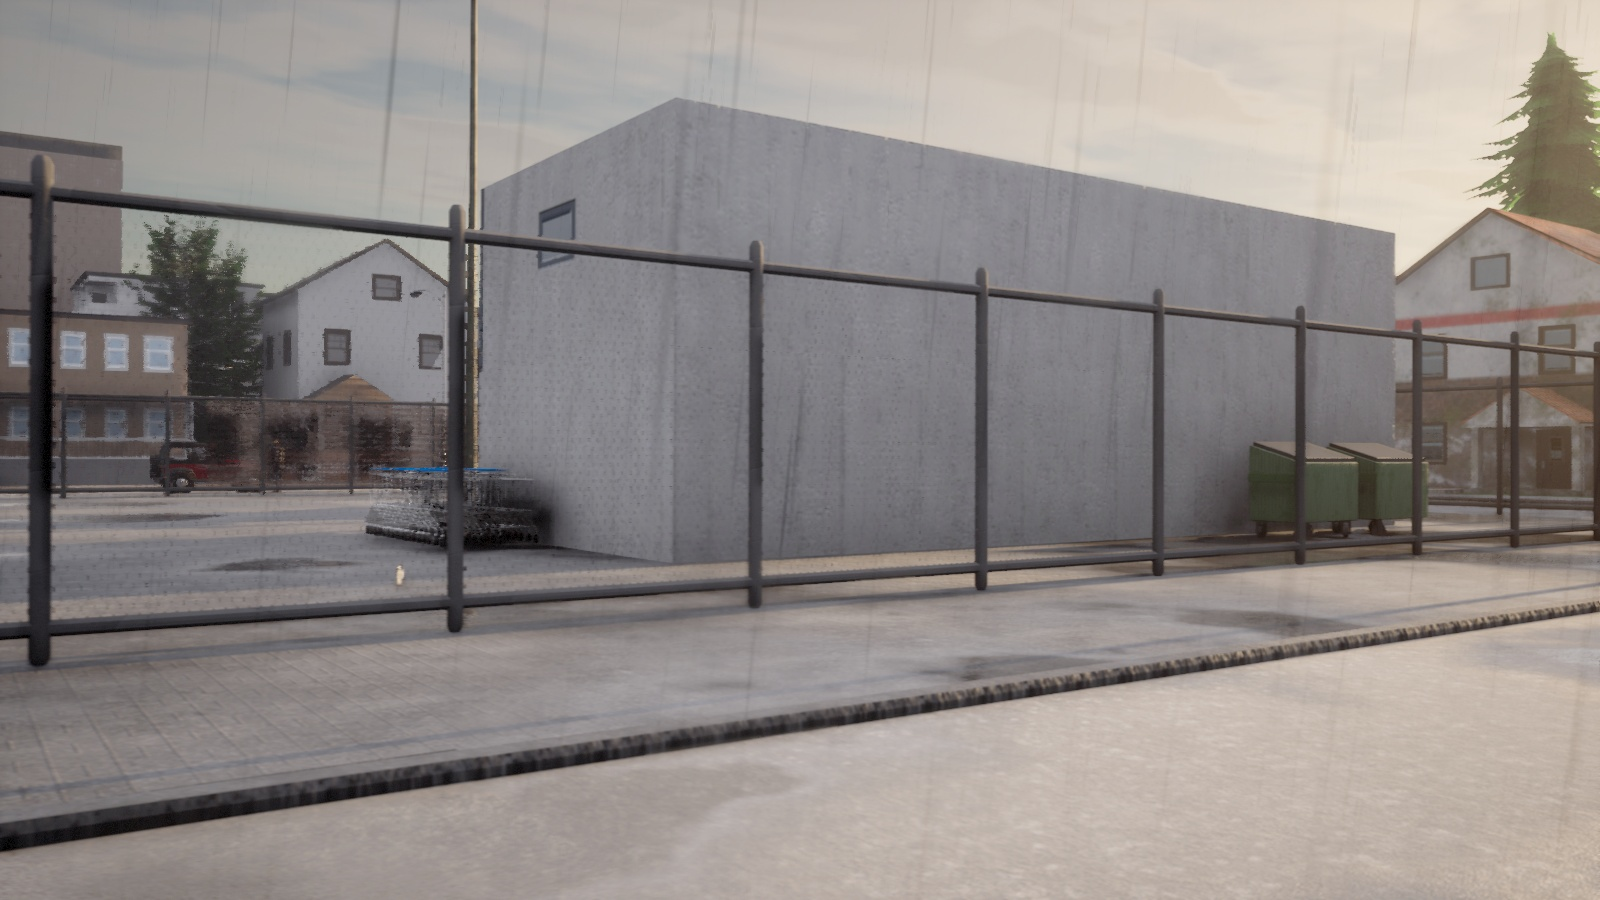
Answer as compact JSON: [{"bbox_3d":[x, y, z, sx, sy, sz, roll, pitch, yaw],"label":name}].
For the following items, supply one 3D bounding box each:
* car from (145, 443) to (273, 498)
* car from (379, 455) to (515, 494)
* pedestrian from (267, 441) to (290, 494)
[{"bbox_3d":[-21.082,0.711,44.822,3.866,1.878,1.905,0,0,-34],"label":"car"},{"bbox_3d":[-13.969,0.934,49.815,4.892,1.490,1.837,0,0,-33],"label":"car"},{"bbox_3d":[-18.081,0.612,43.545,0.706,1.836,0.354,0,0,23],"label":"pedestrian"}]
